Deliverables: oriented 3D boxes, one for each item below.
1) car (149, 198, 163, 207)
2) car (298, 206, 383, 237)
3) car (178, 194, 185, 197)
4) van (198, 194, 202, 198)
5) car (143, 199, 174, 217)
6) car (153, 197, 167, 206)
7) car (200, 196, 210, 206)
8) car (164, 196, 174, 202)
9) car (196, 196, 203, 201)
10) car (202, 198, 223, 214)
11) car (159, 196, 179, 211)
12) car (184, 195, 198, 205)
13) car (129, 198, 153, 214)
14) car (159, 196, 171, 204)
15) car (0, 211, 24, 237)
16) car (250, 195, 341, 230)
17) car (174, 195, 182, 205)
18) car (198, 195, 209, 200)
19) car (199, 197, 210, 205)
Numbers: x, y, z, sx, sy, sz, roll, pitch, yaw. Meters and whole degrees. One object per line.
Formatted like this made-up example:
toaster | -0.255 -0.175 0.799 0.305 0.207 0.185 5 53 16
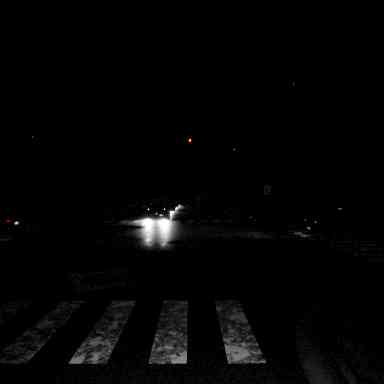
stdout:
car | -5.627 1.653 52.713 1.802 1.307 4.206 0 0 0
car | 8.331 1.566 17.408 4.718 1.301 1.895 0 0 0
car | -3.023 1.584 62.081 2.128 1.511 4.902 0 0 1
van | 2.409 1.424 58.208 1.690 1.788 3.998 0 0 0
car | -3.150 1.634 32.061 1.895 1.301 4.718 0 0 1
car | -5.616 1.634 58.223 2.008 1.369 4.403 0 0 0
car | 2.387 1.641 47.186 1.802 1.307 4.206 0 0 0
car | -5.571 1.694 80.266 2.008 1.369 4.403 0 0 0
car | 2.064 1.698 90.133 1.812 1.442 4.674 0 0 0
car | 2.364 1.606 36.164 1.947 1.339 4.313 0 0 0
car | -3.107 1.614 42.016 1.994 1.385 4.181 0 0 1
car | -0.125 1.655 61.394 1.994 1.385 4.181 0 0 0
car | -5.661 1.480 36.181 1.967 1.590 4.097 0 0 0
car | -5.594 1.552 69.245 1.967 1.590 4.097 0 0 0
car | -11.143 1.607 17.346 4.181 1.385 1.994 0 0 0
car | 6.431 1.208 20.654 5.566 2.045 2.150 0 0 0
car | -3.086 1.633 52.001 1.994 1.385 4.181 0 0 0
car | 2.398 1.637 52.697 1.947 1.339 4.313 0 0 0
car | 2.420 1.647 63.718 2.008 1.369 4.403 0 0 0
